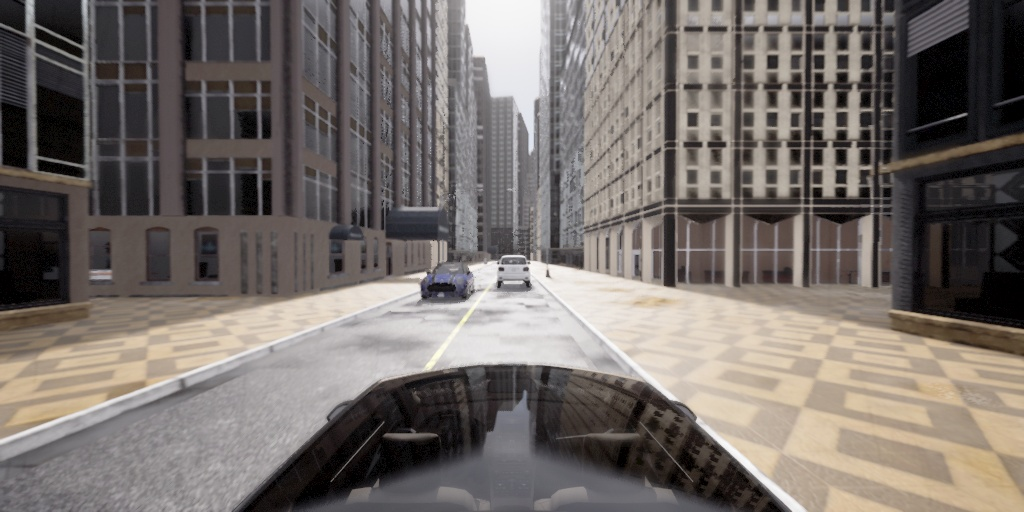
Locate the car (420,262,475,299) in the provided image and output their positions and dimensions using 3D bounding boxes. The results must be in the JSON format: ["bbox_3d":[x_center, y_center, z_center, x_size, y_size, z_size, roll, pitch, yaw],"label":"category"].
[{"bbox_3d":[-3.071,1.107,17.853,2.097,1.767,4.553,0,0,0],"label":"car"}]

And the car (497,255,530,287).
[{"bbox_3d":[0.111,0.983,24.916,2.150,2.045,5.566,0,0,0],"label":"car"}]
